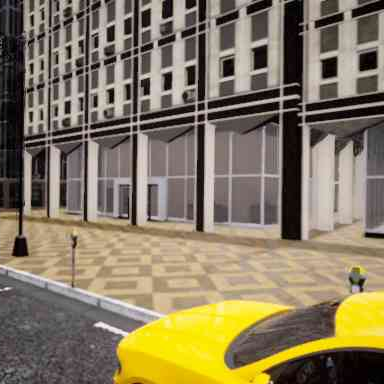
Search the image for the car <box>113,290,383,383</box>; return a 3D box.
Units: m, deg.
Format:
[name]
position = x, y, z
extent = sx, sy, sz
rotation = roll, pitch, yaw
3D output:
[car]
position = 1.518, 1.497, 2.285
extent = 5.008, 1.535, 1.882
rotation = 0, 0, 38
